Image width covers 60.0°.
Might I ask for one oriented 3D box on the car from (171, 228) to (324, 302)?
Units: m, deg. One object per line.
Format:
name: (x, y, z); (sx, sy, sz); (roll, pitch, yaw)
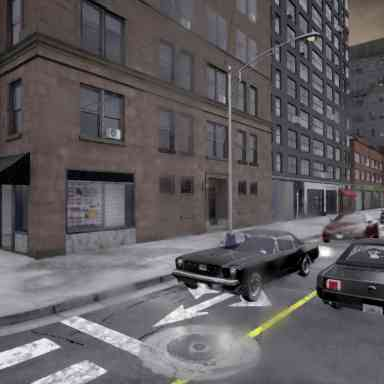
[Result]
car: (1.645, 1.717, 8.812); (1.895, 1.301, 4.718); (-1, -1, 40)

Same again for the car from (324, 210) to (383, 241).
car: (8.066, 1.741, 16.675); (1.812, 1.442, 4.674); (-1, -1, 39)

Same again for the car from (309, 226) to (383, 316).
car: (4.385, 1.677, 7.218); (1.895, 1.301, 4.718); (-1, -1, 39)
